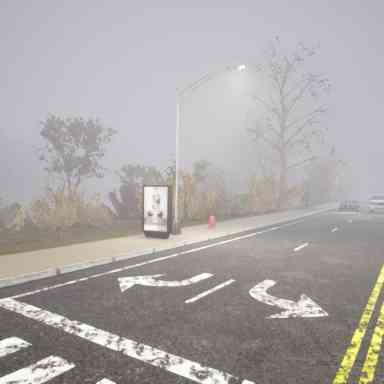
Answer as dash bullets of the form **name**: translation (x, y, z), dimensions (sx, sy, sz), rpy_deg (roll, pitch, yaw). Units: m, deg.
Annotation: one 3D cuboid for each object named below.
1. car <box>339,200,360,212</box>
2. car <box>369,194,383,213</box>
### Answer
- **car**: translation (18.777, 1.602, 39.625), dimensions (1.994, 1.385, 4.181), rpy_deg (0, 0, 31)
- **car**: translation (21.560, 1.265, 37.946), dimensions (2.150, 2.045, 5.566), rpy_deg (0, 0, 31)
